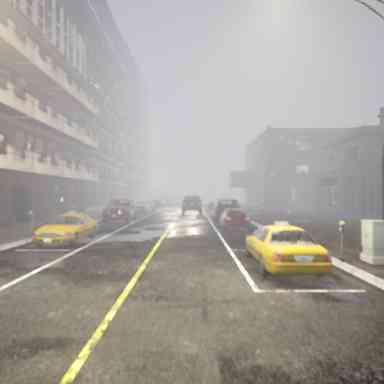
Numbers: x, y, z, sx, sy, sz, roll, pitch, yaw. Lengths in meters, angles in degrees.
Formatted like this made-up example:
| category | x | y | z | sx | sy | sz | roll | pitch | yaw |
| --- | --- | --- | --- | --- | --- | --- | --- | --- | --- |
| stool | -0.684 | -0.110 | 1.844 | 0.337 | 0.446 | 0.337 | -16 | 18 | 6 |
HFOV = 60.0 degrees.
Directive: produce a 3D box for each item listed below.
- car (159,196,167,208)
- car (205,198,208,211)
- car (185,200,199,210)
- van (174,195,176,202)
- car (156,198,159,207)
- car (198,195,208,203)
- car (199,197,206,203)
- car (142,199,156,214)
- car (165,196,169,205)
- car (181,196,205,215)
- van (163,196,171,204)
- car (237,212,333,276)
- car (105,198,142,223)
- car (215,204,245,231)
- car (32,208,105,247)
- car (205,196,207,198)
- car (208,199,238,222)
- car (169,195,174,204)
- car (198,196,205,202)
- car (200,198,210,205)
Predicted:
| category | x | y | z | sx | sy | sz | roll | pitch | yaw |
| --- | --- | --- | --- | --- | --- | --- | --- | --- | --- |
| car | -5.705 | 1.833 | 54.443 | 1.887 | 1.381 | 4.507 | 0 | 0 | 0 |
| car | 2.679 | 1.776 | 43.367 | 2.008 | 1.369 | 4.403 | 0 | 0 | 0 |
| car | -0.005 | 1.815 | 47.826 | 1.994 | 1.385 | 4.181 | 0 | 0 | 0 |
| van | -5.715 | 1.847 | 87.679 | 1.690 | 1.788 | 3.998 | 0 | 0 | 0 |
| car | -5.701 | 1.746 | 43.194 | 1.752 | 1.417 | 4.829 | 0 | 0 | 0 |
| car | 2.667 | 1.786 | 82.142 | 2.192 | 1.841 | 5.009 | 0 | 0 | 0 |
| car | 2.665 | 2.036 | 87.850 | 1.752 | 1.417 | 4.829 | 0 | 0 | 0 |
| car | -5.700 | 1.741 | 37.825 | 2.008 | 1.369 | 4.403 | 0 | 0 | 0 |
| car | -5.706 | 1.762 | 59.982 | 1.967 | 1.590 | 4.097 | 0 | 0 | 0 |
| car | -0.011 | 1.407 | 36.552 | 2.150 | 2.045 | 5.566 | 0 | 0 | 0 |
| van | -5.712 | 1.770 | 76.601 | 1.690 | 1.788 | 3.998 | 0 | 0 | 0 |
| car | 2.690 | 1.573 | 10.303 | 1.752 | 1.417 | 4.829 | 0 | 0 | 0 |
| car | -5.695 | 1.444 | 26.748 | 2.192 | 1.841 | 5.009 | 0 | 0 | 0 |
| car | 2.686 | 1.685 | 21.211 | 1.802 | 1.307 | 4.206 | 0 | 0 | 0 |
| car | -5.692 | 1.595 | 15.498 | 1.752 | 1.417 | 4.829 | 0 | 0 | 0 |
| car | 2.672 | 1.887 | 65.694 | 1.752 | 1.417 | 4.829 | 0 | 0 | 0 |
| car | 2.686 | 1.447 | 26.751 | 2.192 | 1.841 | 5.009 | 0 | 0 | 0 |
| car | -5.710 | 1.708 | 71.061 | 2.192 | 1.841 | 5.009 | 0 | 0 | 0 |
| car | 2.663 | 1.990 | 93.220 | 1.967 | 1.590 | 4.097 | 0 | 0 | 0 |
| car | 2.670 | 1.947 | 71.063 | 2.008 | 1.369 | 4.403 | 0 | 0 | 0 |
